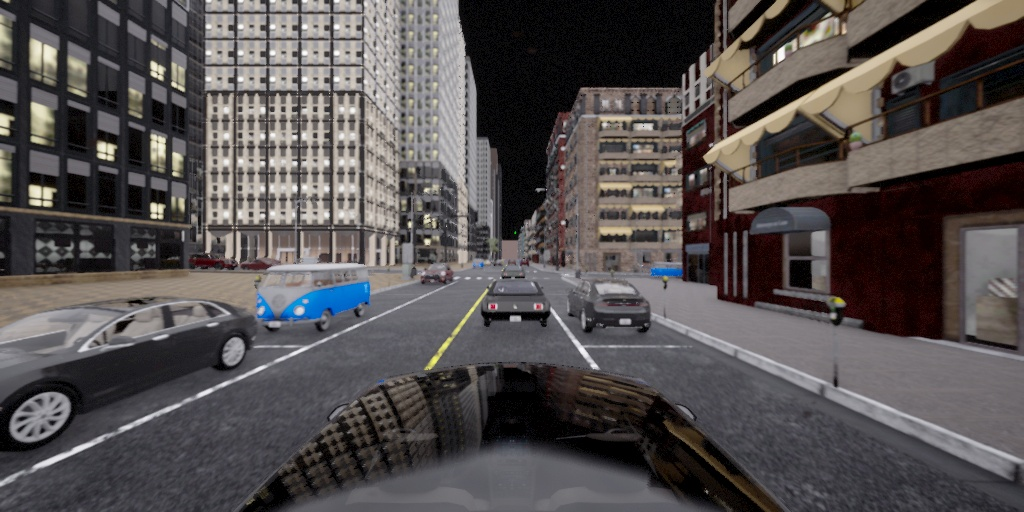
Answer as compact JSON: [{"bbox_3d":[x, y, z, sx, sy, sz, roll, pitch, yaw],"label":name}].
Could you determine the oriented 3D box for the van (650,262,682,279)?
[{"bbox_3d":[16.912,1.580,38.362,3.998,1.789,1.690,0,0,0],"label":"van"}]

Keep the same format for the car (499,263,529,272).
[{"bbox_3d":[0.223,1.447,29.669,1.895,1.301,4.718,0,0,3],"label":"car"}]

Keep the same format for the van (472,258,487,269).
[{"bbox_3d":[-5.690,1.302,60.121,1.690,1.789,3.998,0,0,0],"label":"van"}]

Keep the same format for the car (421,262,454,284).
[{"bbox_3d":[-5.690,1.279,27.647,1.967,1.591,4.097,0,0,0],"label":"car"}]

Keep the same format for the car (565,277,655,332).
[{"bbox_3d":[2.691,1.330,10.701,2.007,1.370,4.403,0,0,0],"label":"car"}]

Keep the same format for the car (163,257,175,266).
[{"bbox_3d":[-43.699,0.617,46.747,4.829,1.417,1.751,0,0,0],"label":"car"}]

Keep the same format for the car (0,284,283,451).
[{"bbox_3d":[-5.690,1.311,5.053,2.007,1.370,4.403,0,0,0],"label":"car"}]

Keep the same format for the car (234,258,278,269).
[{"bbox_3d":[-26.721,0.980,38.403,4.207,1.307,1.802,0,0,0],"label":"car"}]

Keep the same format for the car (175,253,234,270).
[{"bbox_3d":[-32.295,0.606,38.391,5.009,1.841,2.192,0,0,0],"label":"car"}]

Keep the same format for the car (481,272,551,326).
[{"bbox_3d":[0.100,1.384,11.759,1.895,1.301,4.718,0,0,0],"label":"car"}]

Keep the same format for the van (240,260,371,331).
[{"bbox_3d":[-5.690,1.121,10.701,1.690,1.789,3.998,0,0,0],"label":"van"}]

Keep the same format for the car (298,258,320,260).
[{"bbox_3d":[-21.147,0.945,38.416,4.097,1.591,1.967,0,0,0],"label":"car"}]
